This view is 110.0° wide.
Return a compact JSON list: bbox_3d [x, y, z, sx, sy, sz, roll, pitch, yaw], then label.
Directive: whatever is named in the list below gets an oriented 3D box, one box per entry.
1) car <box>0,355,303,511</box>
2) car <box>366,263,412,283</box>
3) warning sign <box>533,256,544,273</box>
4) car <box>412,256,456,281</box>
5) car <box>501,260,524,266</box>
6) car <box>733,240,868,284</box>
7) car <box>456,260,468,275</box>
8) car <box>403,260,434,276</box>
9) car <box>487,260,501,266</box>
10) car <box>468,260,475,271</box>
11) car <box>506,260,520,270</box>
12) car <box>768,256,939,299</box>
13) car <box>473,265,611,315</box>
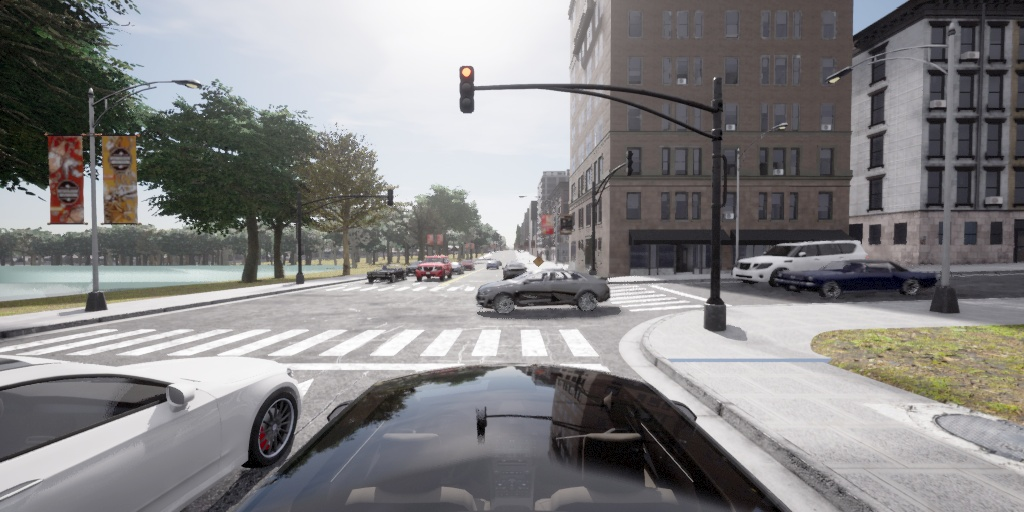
[{"bbox_3d":[-3.167,1.276,1.922,1.812,1.442,4.674,0,0,0],"label":"car"},{"bbox_3d":[-9.792,1.366,28.469,1.895,1.301,4.718,0,0,0],"label":"car"},{"bbox_3d":[2.934,0.902,39.872,1.300,1.860,1.060,0,0,0],"label":"warning sign"},{"bbox_3d":[-6.537,0.990,30.659,2.150,2.045,5.566,0,0,0],"label":"car"},{"bbox_3d":[0.262,1.271,28.271,1.837,1.490,4.892,-1,0,-2],"label":"car"},{"bbox_3d":[13.593,0.348,16.951,5.566,2.045,2.150,-2,1,-2],"label":"car"},{"bbox_3d":[-6.510,1.351,40.047,1.994,1.385,4.181,0,0,1],"label":"car"},{"bbox_3d":[-9.768,1.260,37.873,1.882,1.535,5.008,0,0,0],"label":"car"},{"bbox_3d":[-3.033,1.377,57.448,2.033,1.411,5.357,0,0,1],"label":"car"},{"bbox_3d":[-6.476,1.294,51.501,1.882,1.535,5.008,0,0,0],"label":"car"},{"bbox_3d":[0.215,1.377,56.970,2.033,1.411,5.357,0,0,1],"label":"car"},{"bbox_3d":[12.912,0.824,13.680,4.718,1.301,1.895,-2,1,0],"label":"car"},{"bbox_3d":[1.121,1.216,13.098,4.902,1.511,2.128,-1,0,-6],"label":"car"}]
